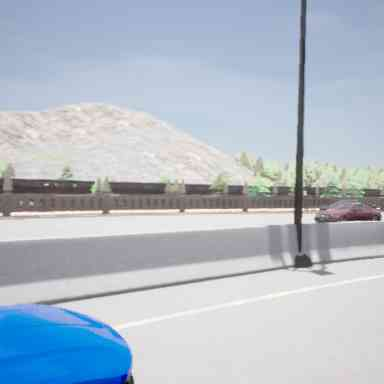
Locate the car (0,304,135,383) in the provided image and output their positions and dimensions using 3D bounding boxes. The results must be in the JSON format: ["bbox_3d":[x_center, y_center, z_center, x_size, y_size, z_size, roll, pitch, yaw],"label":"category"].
[{"bbox_3d":[-2.743,1.381,1.837,5.008,1.535,1.882,1,1,-34],"label":"car"}]

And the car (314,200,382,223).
[{"bbox_3d":[9.886,1.410,20.942,4.674,1.442,1.812,1,1,-25],"label":"car"}]
